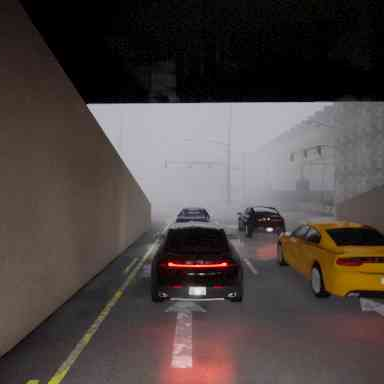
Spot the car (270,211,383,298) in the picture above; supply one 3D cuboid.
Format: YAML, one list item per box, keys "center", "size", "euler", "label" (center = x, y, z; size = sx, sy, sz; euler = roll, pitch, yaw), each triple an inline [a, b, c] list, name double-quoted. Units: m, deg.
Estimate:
- center: [3.599, 1.477, 8.559]
  size: [1.882, 1.535, 5.008]
  euler: [0, 0, 0]
  label: "car"

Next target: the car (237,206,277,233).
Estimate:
- center: [3.631, 1.504, 17.934]
  size: [1.837, 1.490, 4.892]
  euler: [0, 0, 0]
  label: "car"

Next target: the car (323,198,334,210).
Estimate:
- center: [17.616, 1.451, 40.596]
  size: [4.974, 1.542, 2.038]
  euler: [0, 0, -45]
  label: "car"

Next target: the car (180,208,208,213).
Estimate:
- center: [0.102, 1.547, 18.050]
  size: [2.033, 1.411, 5.357]
  euler: [0, 0, 3]
  label: "car"

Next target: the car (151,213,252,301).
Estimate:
- center: [0.106, 1.505, 8.304]
  size: [1.837, 1.490, 4.892]
  euler: [0, 0, 0]
  label: "car"

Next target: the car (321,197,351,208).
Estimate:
- center: [17.653, 1.294, 40.633]
  size: [4.536, 1.218, 1.853]
  euler: [0, 0, -45]
  label: "car"
